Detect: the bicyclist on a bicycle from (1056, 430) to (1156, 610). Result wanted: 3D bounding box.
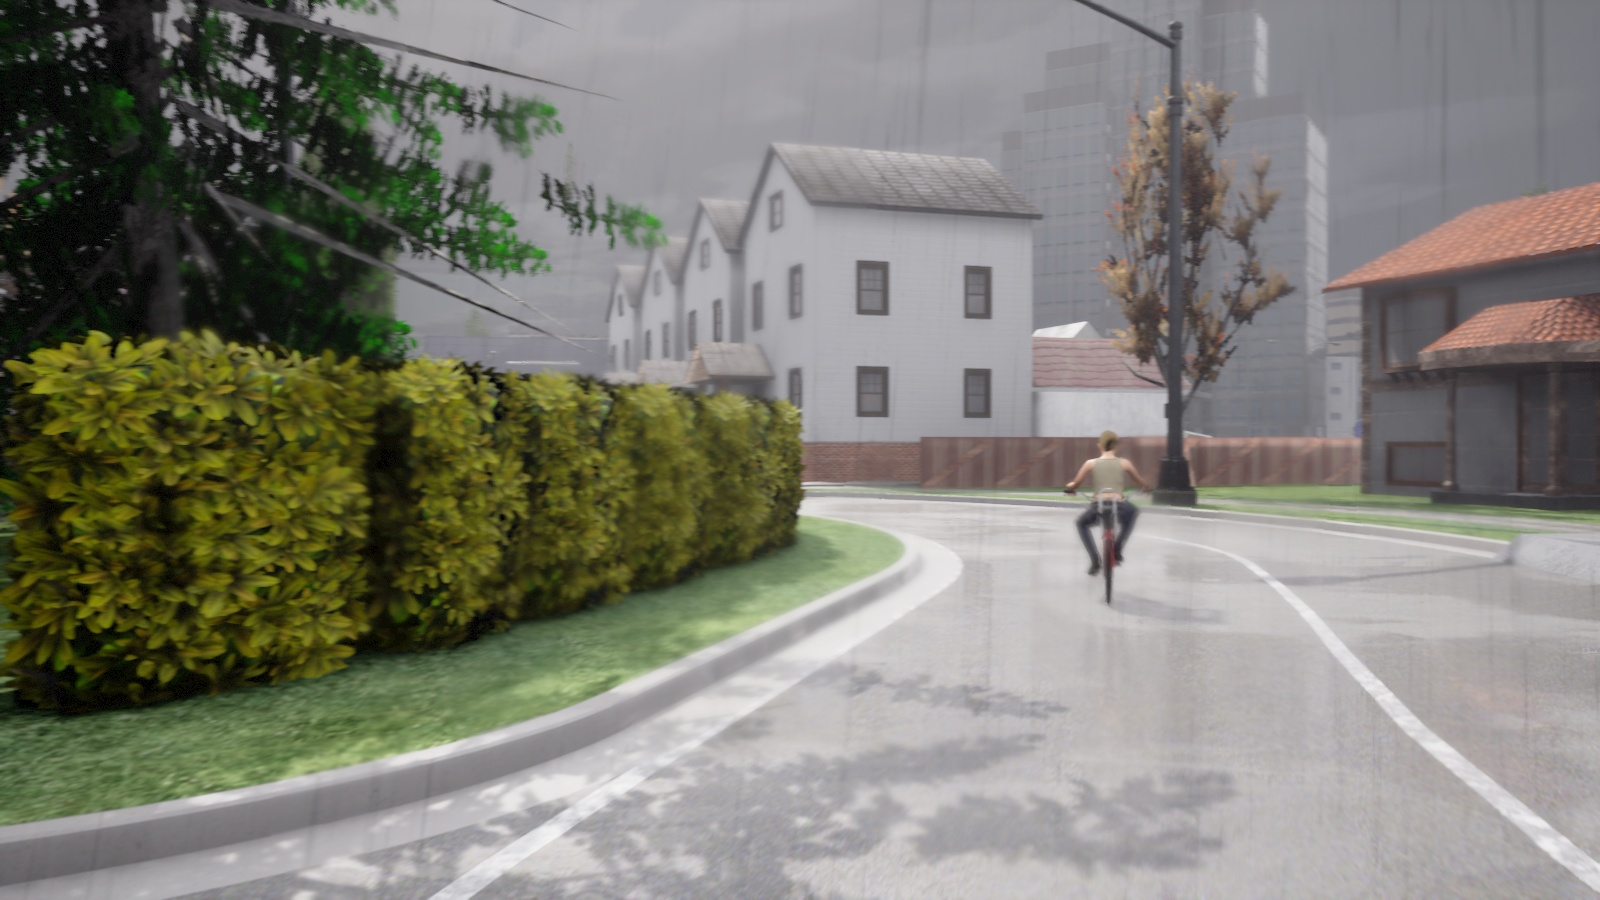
[{"bbox_3d":[2.937,0.622,12.074,0.866,1.612,1.509,0,0,14],"label":"bicyclist on a bicycle"}]
